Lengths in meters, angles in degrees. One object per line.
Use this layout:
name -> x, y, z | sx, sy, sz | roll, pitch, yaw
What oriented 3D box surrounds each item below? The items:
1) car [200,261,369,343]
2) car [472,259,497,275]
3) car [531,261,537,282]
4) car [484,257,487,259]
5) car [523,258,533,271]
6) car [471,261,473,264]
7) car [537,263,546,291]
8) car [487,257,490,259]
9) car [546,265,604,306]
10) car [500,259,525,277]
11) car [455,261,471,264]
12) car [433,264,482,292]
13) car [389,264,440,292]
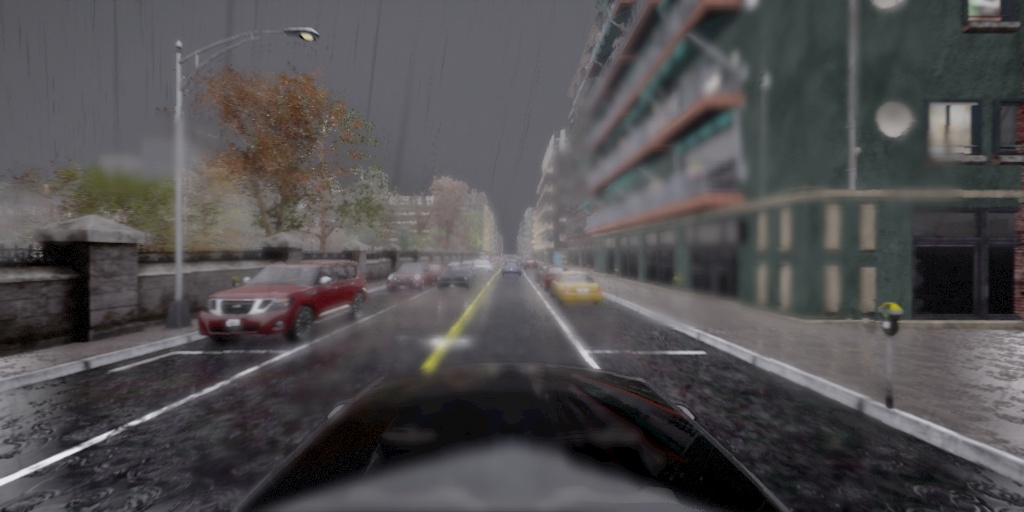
car -> -5.690, 1.062, 9.862 | 2.192, 1.841, 5.009 | 0, 0, 0
car -> -2.997, 1.317, 39.771 | 1.812, 1.442, 4.674 | 0, 0, 0
car -> 2.692, 1.296, 26.468 | 2.007, 1.370, 4.403 | 0, 0, 0
car -> -5.685, 1.275, 59.509 | 1.751, 1.417, 4.829 | 0, 0, 0
car -> 2.694, 1.292, 48.608 | 1.888, 1.381, 4.507 | 0, 0, 0
car -> -5.686, 1.329, 48.609 | 1.802, 1.307, 4.207 | 0, 0, 0
car -> 2.691, 1.291, 20.932 | 1.888, 1.381, 4.507 | 0, 0, 0
car -> -5.685, 1.302, 65.214 | 2.007, 1.370, 4.403 | 0, 0, 0
car -> 2.691, 1.272, 15.567 | 1.751, 1.417, 4.829 | 0, 0, 0
car -> 0.055, 1.309, 36.068 | 1.994, 1.385, 4.181 | 0, 0, 1
car -> -5.687, 1.327, 37.538 | 1.802, 1.307, 4.207 | 0, 0, 0
car -> -3.096, 1.346, 21.401 | 1.895, 1.301, 4.718 | 0, 0, 0
car -> -5.689, 1.186, 20.933 | 1.967, 1.591, 4.097 | 0, 0, 0
